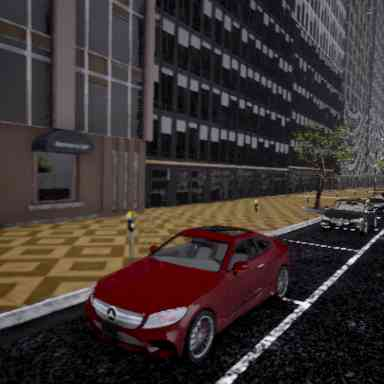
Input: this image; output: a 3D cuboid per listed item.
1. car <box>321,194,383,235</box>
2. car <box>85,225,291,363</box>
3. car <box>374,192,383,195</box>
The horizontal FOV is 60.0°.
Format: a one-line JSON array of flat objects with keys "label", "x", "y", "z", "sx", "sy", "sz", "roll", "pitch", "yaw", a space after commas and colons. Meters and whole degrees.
[{"label": "car", "x": 7.006, "y": 0.966, "z": 14.641, "sx": 2.008, "sy": 1.369, "sz": 4.403, "roll": 4, "pitch": 4, "yaw": 36}, {"label": "car", "x": 0.304, "y": 1.267, "z": 5.464, "sx": 1.802, "sy": 1.307, "sz": 4.206, "roll": 4, "pitch": 4, "yaw": 36}, {"label": "car", "x": 13.707, "y": 0.695, "z": 23.818, "sx": 2.008, "sy": 1.369, "sz": 4.403, "roll": 4, "pitch": 4, "yaw": 36}]
